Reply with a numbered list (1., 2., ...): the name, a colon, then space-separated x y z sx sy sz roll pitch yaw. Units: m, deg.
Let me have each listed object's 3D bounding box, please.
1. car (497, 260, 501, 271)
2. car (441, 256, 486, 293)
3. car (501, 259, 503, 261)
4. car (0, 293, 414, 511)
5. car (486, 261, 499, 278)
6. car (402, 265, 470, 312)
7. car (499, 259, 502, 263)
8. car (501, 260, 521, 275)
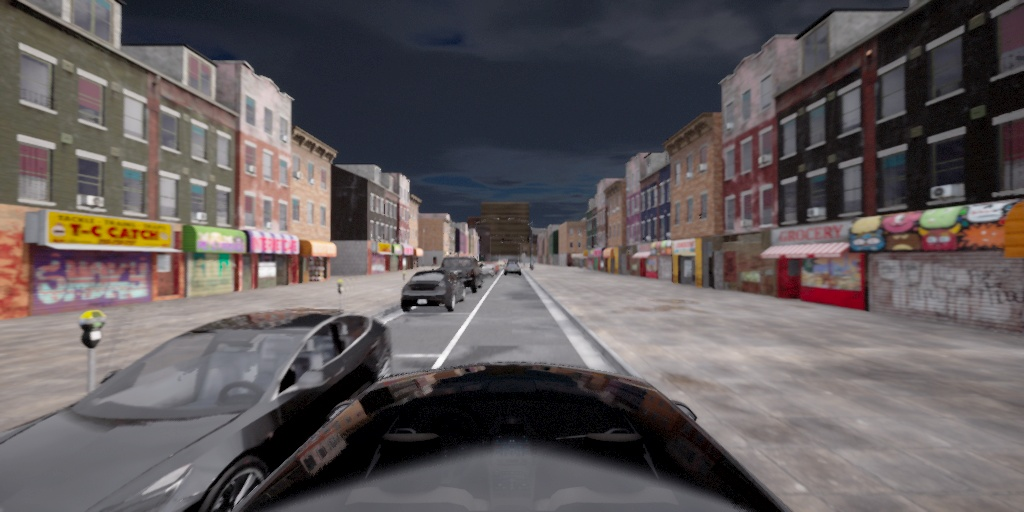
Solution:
1. car: -2.633 1.489 42.225 1.888 1.381 4.507 0 0 0
2. car: -2.979 1.052 21.514 2.150 2.045 5.566 0 0 0
3. car: -2.632 1.542 53.043 1.751 1.417 4.829 0 0 0
4. car: -2.636 1.323 3.771 1.948 1.339 4.313 0 0 0
5. car: -2.634 1.462 36.732 2.007 1.370 4.403 0 0 0
6. car: -3.019 1.301 14.482 1.837 1.490 4.892 0 0 0
7. car: -2.633 1.525 47.720 1.888 1.381 4.507 0 0 0
8. car: 0.086 1.513 42.965 1.994 1.385 4.181 0 0 0
